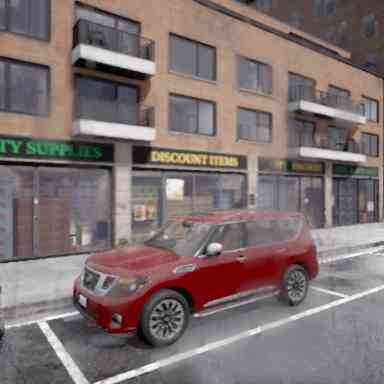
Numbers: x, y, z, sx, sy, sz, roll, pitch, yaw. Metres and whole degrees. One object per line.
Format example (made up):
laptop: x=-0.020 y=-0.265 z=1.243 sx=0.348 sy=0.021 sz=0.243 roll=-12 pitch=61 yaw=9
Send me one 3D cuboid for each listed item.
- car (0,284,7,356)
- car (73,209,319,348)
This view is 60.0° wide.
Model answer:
car: x=-4.218 y=1.566 z=3.178 sx=4.313 sy=1.339 sz=1.947 roll=0 pitch=0 yaw=-36
car: x=0.407 y=1.314 z=6.478 sx=5.009 sy=1.841 sz=2.192 roll=0 pitch=0 yaw=-36
